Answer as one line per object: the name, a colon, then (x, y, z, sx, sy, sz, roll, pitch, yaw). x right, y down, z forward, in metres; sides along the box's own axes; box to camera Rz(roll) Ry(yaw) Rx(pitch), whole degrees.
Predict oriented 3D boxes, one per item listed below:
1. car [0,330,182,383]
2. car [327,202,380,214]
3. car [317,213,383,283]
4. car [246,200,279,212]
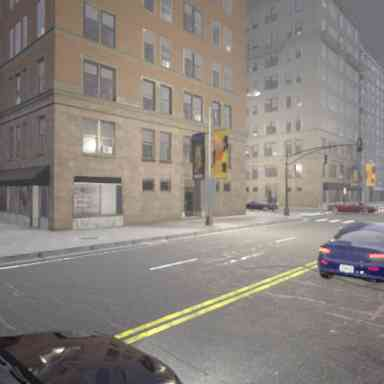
car: (-1.832, 1.565, 1.712, 1.994, 1.385, 4.181, 0, 0, 42)
car: (16.652, 1.639, 34.460, 4.718, 1.301, 1.895, 0, 0, 43)
car: (4.995, 1.535, 9.057, 1.812, 1.442, 4.674, 0, 0, 43)
car: (7.685, 1.615, 38.828, 4.718, 1.301, 1.895, 0, 0, 43)
